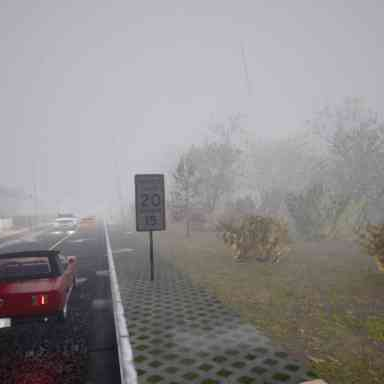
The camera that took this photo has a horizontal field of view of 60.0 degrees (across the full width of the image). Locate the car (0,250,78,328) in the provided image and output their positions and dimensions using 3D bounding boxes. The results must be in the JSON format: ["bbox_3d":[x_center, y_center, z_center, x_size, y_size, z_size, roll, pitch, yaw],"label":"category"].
[{"bbox_3d":[-3.718,1.989,7.618,1.895,1.301,4.718,-1,-3,-15],"label":"car"}]

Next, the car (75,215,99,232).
[{"bbox_3d":[-11.580,3.511,37.126,1.882,1.535,5.008,-1,-3,-15],"label":"car"}]

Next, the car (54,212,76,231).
[{"bbox_3d":[-15.474,3.555,40.817,2.150,2.045,5.566,-1,-3,-15],"label":"car"}]

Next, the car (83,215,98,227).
[{"bbox_3d":[-14.316,4.095,47.171,1.837,1.490,4.892,-1,-3,-15],"label":"car"}]
